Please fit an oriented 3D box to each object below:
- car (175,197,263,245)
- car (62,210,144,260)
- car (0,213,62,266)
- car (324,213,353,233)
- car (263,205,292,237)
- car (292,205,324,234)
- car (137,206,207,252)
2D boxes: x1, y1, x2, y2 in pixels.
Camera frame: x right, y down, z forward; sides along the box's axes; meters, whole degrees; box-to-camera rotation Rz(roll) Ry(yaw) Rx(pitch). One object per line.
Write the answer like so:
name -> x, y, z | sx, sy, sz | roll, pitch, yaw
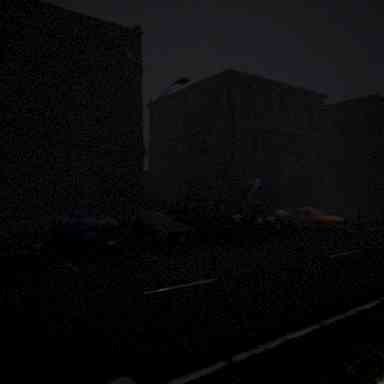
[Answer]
car -> 0.361, 1.277, 16.137 | 2.435, 2.045, 5.566 | 0, 0, -36
car -> -4.073, 1.508, 12.860 | 2.097, 1.535, 5.008 | 0, 0, -36
car -> -6.305, 1.505, 11.244 | 2.231, 1.521, 4.892 | 0, 0, -36
car -> 7.166, 1.581, 20.836 | 1.946, 1.575, 5.366 | 1, 0, -36
car -> 2.622, 1.417, 17.711 | 2.185, 1.767, 4.553 | 0, 0, -36
car -> 4.827, 1.602, 19.363 | 2.002, 1.452, 4.674 | 0, 0, -36
car -> -1.852, 1.516, 14.492 | 2.097, 1.535, 5.008 | 0, 0, -36
